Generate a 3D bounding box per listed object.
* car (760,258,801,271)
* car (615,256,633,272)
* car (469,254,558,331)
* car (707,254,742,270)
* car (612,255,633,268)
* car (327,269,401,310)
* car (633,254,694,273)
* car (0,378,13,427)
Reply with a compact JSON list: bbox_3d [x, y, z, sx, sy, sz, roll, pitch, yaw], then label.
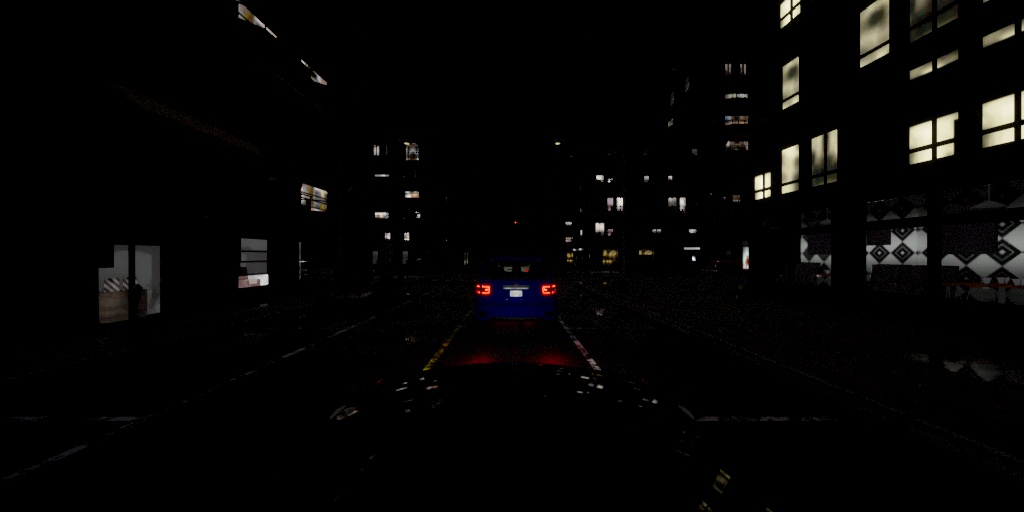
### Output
[{"bbox_3d":[25.807,0.822,34.556,4.313,1.339,1.948,0,0,0],"label":"car"},{"bbox_3d":[14.422,0.983,40.230,4.674,1.442,1.812,-1,0,-1],"label":"car"},{"bbox_3d":[0.099,0.971,11.079,2.150,2.045,5.566,0,0,0],"label":"car"},{"bbox_3d":[24.473,0.625,40.334,4.553,1.767,2.097,-1,0,0],"label":"car"},{"bbox_3d":[14.580,0.764,42.840,5.009,1.841,2.192,0,0,0],"label":"car"},{"bbox_3d":[-5.739,1.332,14.483,1.802,1.307,4.207,0,0,0],"label":"car"},{"bbox_3d":[14.713,0.778,34.461,5.009,1.841,2.192,0,0,0],"label":"car"},{"bbox_3d":[-5.690,1.300,1.566,2.007,1.370,4.403,0,0,0],"label":"car"}]
